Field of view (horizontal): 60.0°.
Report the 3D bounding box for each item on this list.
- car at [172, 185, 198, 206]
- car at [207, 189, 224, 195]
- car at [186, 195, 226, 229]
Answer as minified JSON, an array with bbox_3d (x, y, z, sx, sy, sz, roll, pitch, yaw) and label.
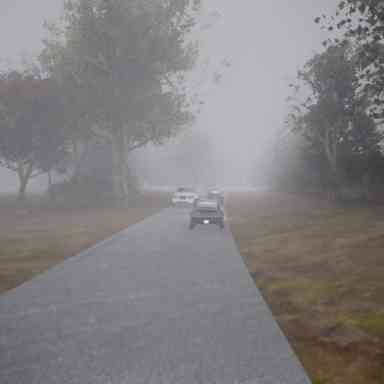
[{"bbox_3d":[-0.591,0.356,34.199,2.150,2.045,5.566,2,3,6],"label":"car"},{"bbox_3d":[2.616,0.432,37.601,1.812,1.442,4.674,0,3,6],"label":"car"},{"bbox_3d":[0.909,1.188,19.418,1.837,1.490,4.892,0,2,4],"label":"car"}]
